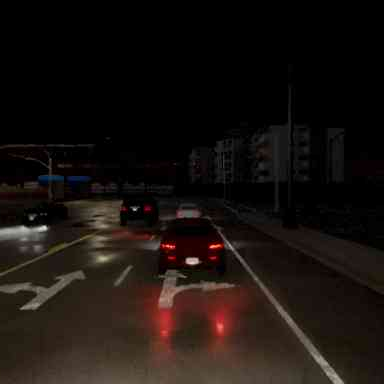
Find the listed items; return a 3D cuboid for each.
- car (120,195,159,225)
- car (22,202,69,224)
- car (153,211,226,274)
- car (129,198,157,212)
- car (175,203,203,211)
[{"bbox_3d":[-3.673,1.217,23.900,2.150,2.045,5.566,0,0,-1],"label":"car"},{"bbox_3d":[-10.807,1.499,24.842,2.128,1.511,4.902,0,0,0],"label":"car"},{"bbox_3d":[-0.014,1.534,10.418,1.812,1.442,4.674,0,0,-1],"label":"car"},{"bbox_3d":[-5.630,1.425,37.800,1.994,1.385,4.181,0,1,-24],"label":"car"},{"bbox_3d":[-0.200,1.519,23.576,1.812,1.442,4.674,0,0,0],"label":"car"}]
